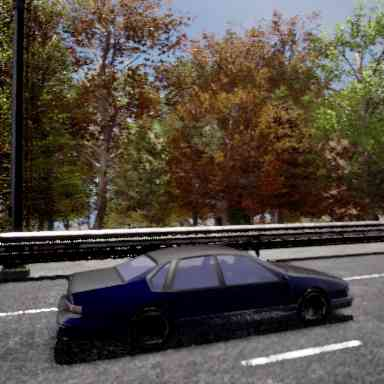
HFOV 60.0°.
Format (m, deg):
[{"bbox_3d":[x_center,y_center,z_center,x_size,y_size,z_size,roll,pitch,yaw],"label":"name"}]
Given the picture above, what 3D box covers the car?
[{"bbox_3d":[0.347,1.741,6.276,5.357,1.411,2.033,0,-2,-19],"label":"car"}]
